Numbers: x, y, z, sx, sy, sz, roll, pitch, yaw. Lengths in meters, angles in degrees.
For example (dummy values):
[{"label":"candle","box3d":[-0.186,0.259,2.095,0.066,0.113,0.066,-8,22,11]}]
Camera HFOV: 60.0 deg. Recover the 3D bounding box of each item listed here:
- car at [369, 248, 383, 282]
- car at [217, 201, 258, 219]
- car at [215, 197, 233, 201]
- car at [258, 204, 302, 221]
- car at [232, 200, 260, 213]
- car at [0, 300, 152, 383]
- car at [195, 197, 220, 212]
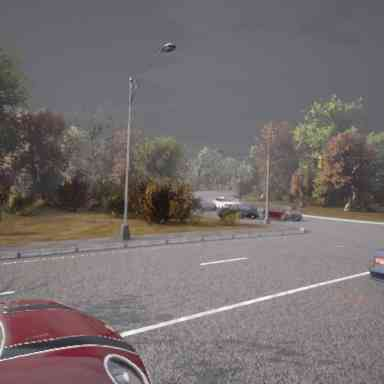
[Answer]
[{"label":"car","box3d":[6.634,1.666,8.499,5.357,1.411,2.033,2,-1,-36]},{"label":"car","box3d":[5.233,2.138,36.609,2.033,1.411,5.357,3,-1,-23]},{"label":"car","box3d":[4.798,1.787,48.194,2.150,2.045,5.566,3,1,-17]},{"label":"car","box3d":[9.605,2.113,35.467,2.097,1.767,4.553,3,-1,-24]},{"label":"car","box3d":[8.031,2.188,50.229,2.128,1.511,4.902,2,1,-17]},{"label":"car","box3d":[-2.456,1.353,1.995,4.553,1.767,2.097,0,0,-35]},{"label":"car","box3d":[1.700,1.940,46.437,1.837,1.490,4.892,3,0,-17]}]
